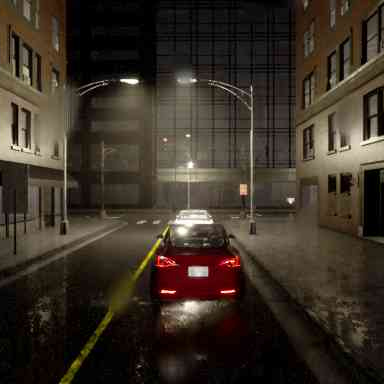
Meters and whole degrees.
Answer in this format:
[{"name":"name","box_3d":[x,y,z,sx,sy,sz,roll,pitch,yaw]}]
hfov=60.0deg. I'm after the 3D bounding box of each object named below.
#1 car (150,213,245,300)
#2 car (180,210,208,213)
[{"name":"car","box_3d":[0.107,1.504,8.448,2.163,1.488,4.792,0,0,0]},{"name":"car","box_3d":[0.096,1.603,17.464,1.895,1.301,4.718,0,0,0]}]
